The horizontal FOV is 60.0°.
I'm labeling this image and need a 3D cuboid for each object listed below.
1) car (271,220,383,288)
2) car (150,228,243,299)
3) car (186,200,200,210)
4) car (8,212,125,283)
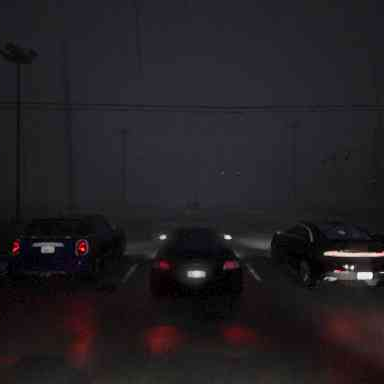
[{"bbox_3d":[3.594,1.536,9.348,2.128,1.511,4.902,0,0,0],"label":"car"},{"bbox_3d":[0.090,1.605,8.581,1.994,1.385,4.181,0,0,0],"label":"car"},{"bbox_3d":[0.078,1.815,46.198,1.895,1.301,4.718,0,0,0],"label":"car"},{"bbox_3d":[-3.406,1.398,9.986,2.097,1.767,4.553,0,0,0],"label":"car"}]
